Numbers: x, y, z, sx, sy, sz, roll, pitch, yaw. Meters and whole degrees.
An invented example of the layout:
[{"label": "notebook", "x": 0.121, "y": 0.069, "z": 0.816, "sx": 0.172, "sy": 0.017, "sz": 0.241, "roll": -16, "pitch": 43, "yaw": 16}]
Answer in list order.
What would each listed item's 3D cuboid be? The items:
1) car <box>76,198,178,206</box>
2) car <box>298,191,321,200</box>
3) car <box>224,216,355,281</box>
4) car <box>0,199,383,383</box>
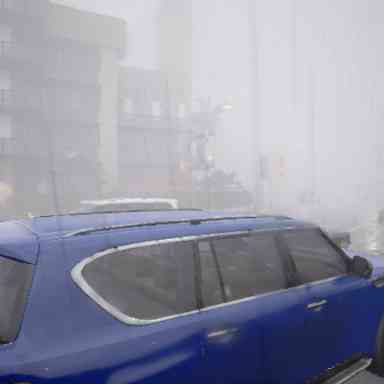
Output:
[{"label": "car", "x": -2.694, "y": 1.213, "z": 10.396, "sx": 5.566, "sy": 2.045, "sz": 2.150, "roll": 0, "pitch": 0, "yaw": -39}, {"label": "car", "x": 15.127, "y": 0.817, "z": 43.244, "sx": 2.150, "sy": 2.045, "sz": 5.566, "roll": 0, "pitch": 0, "yaw": 9}, {"label": "car", "x": 3.316, "y": 1.595, "z": 10.728, "sx": 4.718, "sy": 1.301, "sz": 1.895, "roll": 0, "pitch": 0, "yaw": -42}, {"label": "car", "x": 0.419, "y": 1.221, "z": 3.786, "sx": 5.566, "sy": 2.045, "sz": 2.150, "roll": 0, "pitch": 0, "yaw": -37}]
